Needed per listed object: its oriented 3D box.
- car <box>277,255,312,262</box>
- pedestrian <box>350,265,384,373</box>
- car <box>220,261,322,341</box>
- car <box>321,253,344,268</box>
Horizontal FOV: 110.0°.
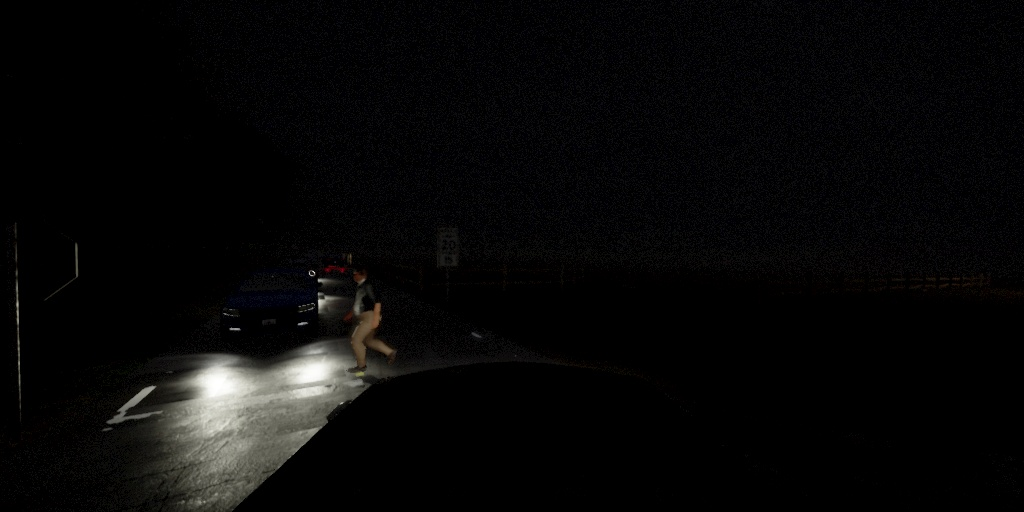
[{"bbox_3d":[-11.126,0.792,18.339,2.097,1.767,4.553,0,1,-29],"label":"car"},{"bbox_3d":[-2.423,0.980,5.979,0.375,1.860,0.375,-1,3,-29],"label":"pedestrian"},{"bbox_3d":[-6.352,1.083,9.764,1.882,1.535,5.008,0,1,-29],"label":"car"},{"bbox_3d":[-20.264,0.485,40.804,1.882,1.535,5.008,0,1,-29],"label":"car"}]
